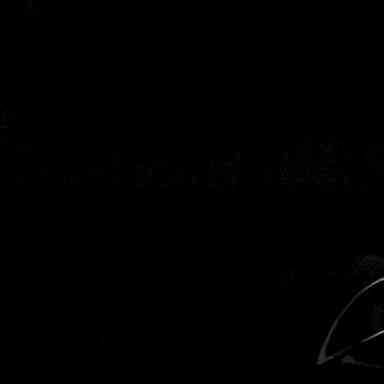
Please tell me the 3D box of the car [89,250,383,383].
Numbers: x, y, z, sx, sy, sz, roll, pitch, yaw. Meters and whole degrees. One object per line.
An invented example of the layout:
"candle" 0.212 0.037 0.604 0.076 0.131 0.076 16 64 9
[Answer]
"car" 1.375 1.506 3.653 4.892 1.490 1.837 0 0 -33
